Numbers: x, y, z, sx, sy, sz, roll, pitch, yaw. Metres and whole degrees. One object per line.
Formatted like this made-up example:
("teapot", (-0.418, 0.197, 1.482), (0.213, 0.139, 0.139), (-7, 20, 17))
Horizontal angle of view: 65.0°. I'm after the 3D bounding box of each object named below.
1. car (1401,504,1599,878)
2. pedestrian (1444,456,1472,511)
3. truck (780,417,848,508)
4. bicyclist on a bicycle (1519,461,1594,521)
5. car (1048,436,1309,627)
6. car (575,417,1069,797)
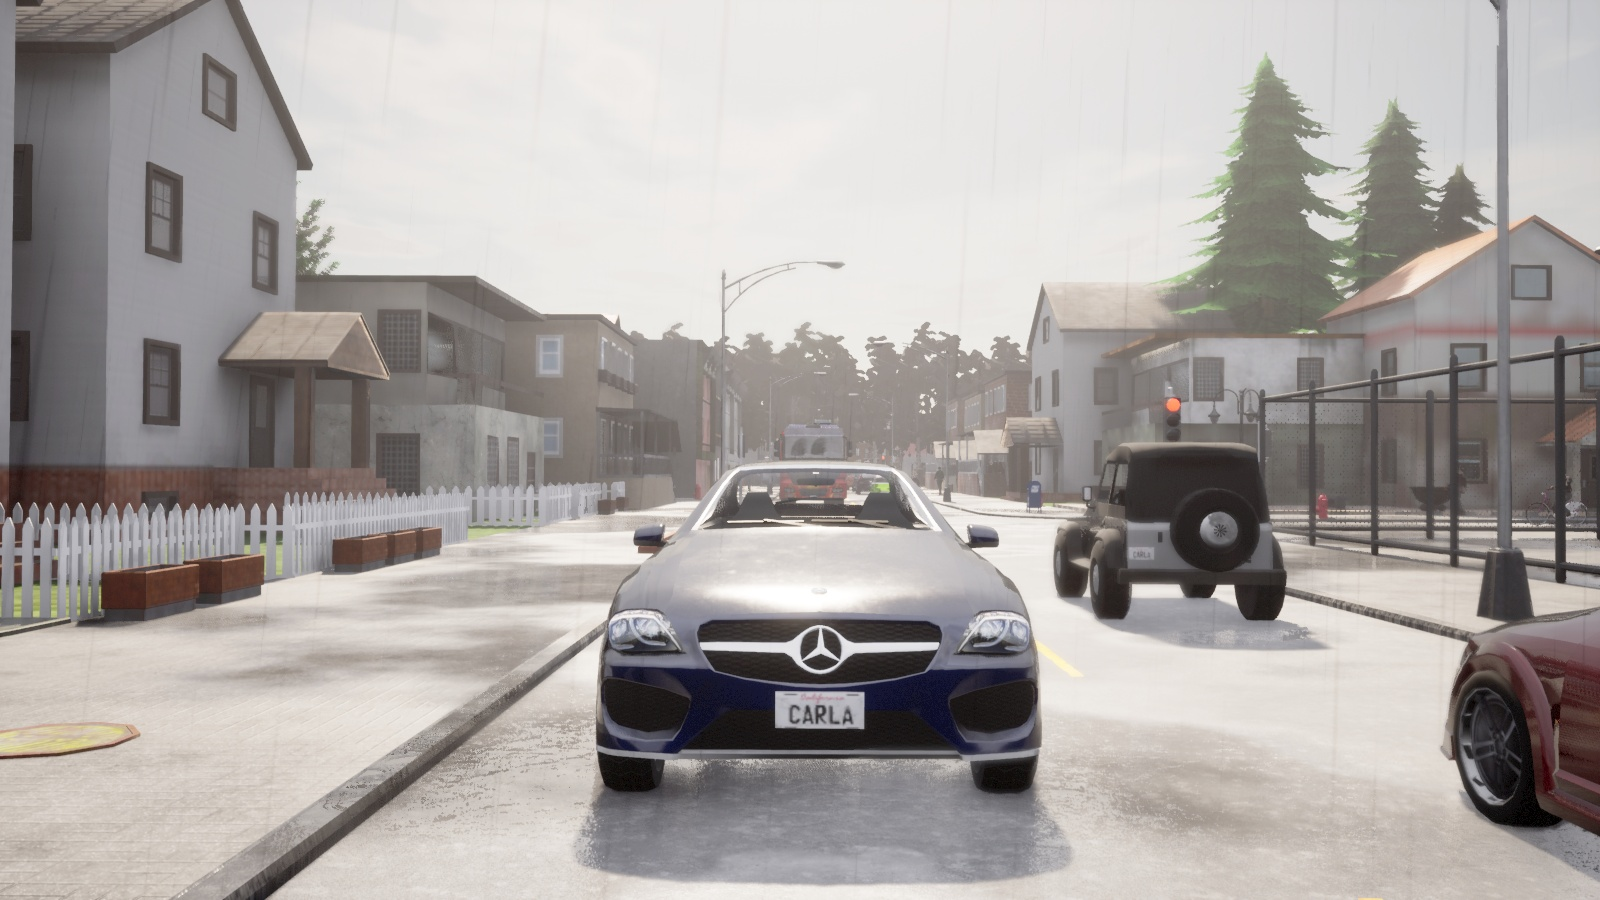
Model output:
("car", (4.051, 0.936, 4.362), (1.994, 1.385, 4.181), (0, -1, 1))
("pedestrian", (22.428, 1.152, 42.805), (0.720, 1.854, 0.376), (0, -1, -2))
("truck", (0.530, 0.607, 57.291), (2.891, 3.827, 8.468), (0, -1, -1))
("bicyclist on a bicycle", (22.781, 1.228, 37.832), (1.843, 1.776, 0.659), (0, -1, 0))
("car", (4.118, 0.834, 14.328), (1.905, 1.878, 3.866), (0, -1, 2))
("car", (0.101, 0.727, 8.000), (2.152, 1.651, 5.027), (0, -1, 0))
